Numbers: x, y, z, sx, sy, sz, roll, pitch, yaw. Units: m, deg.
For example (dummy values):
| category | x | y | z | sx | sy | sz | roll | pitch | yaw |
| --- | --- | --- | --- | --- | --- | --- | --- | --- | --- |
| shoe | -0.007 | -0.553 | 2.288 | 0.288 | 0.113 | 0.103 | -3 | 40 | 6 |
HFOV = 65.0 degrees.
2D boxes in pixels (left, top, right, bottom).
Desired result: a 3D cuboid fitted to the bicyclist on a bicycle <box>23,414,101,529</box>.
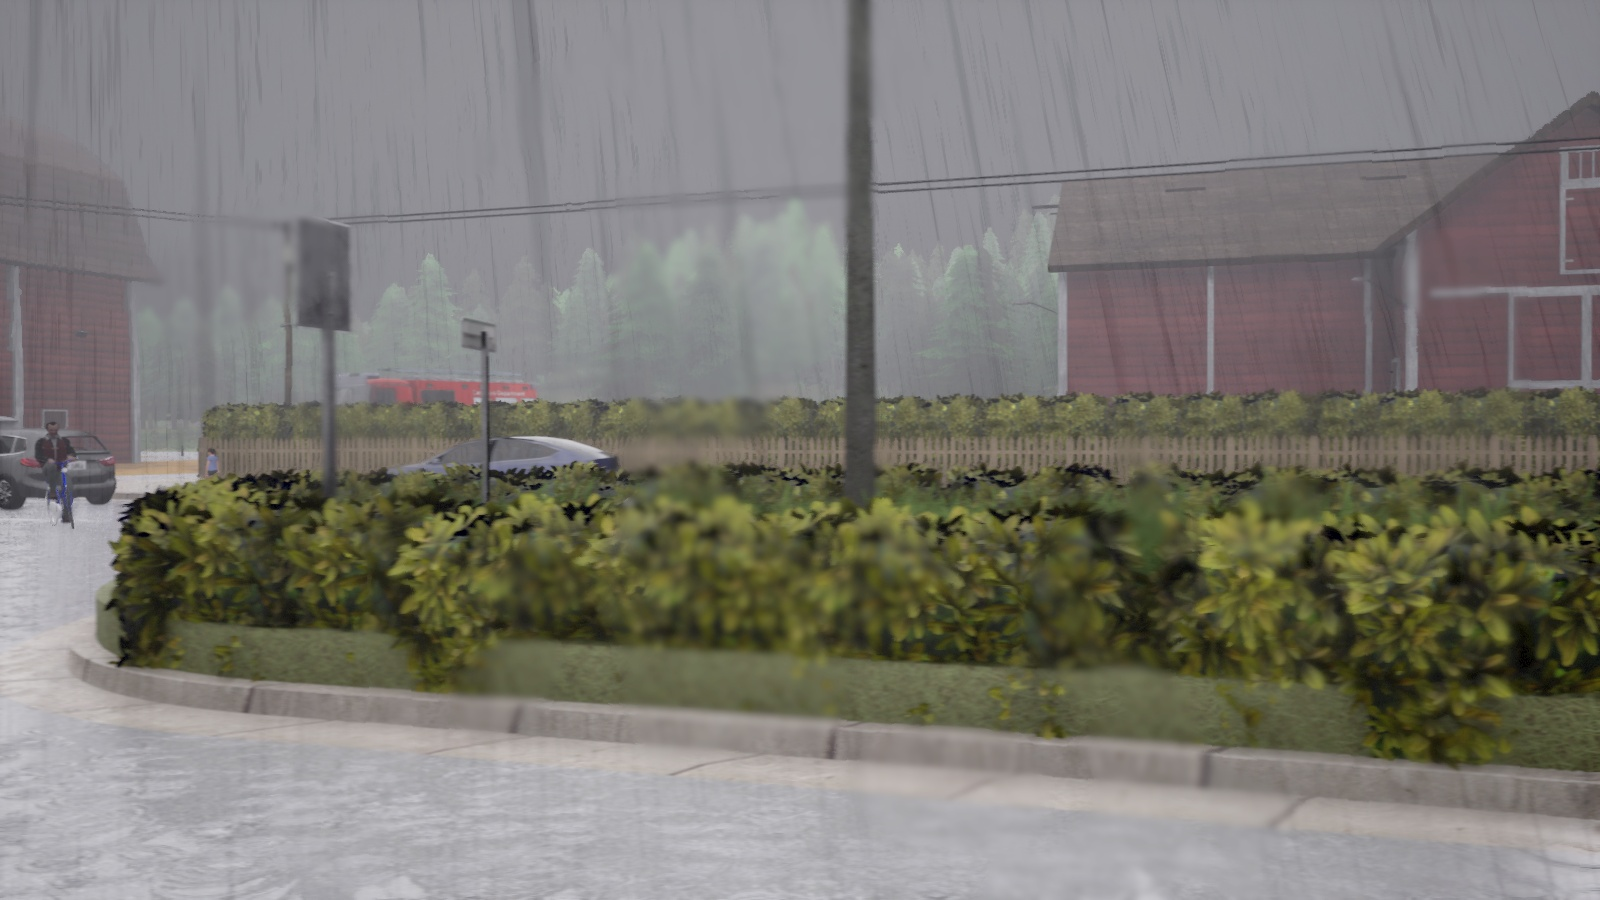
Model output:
| category | x | y | z | sx | sy | sz | roll | pitch | yaw |
| --- | --- | --- | --- | --- | --- | --- | --- | --- | --- |
| bicyclist on a bicycle | -12.073 | 0.322 | 20.512 | 0.659 | 1.776 | 1.843 | -5 | 4 | -41 |

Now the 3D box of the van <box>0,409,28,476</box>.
| category | x | y | z | sx | sy | sz | roll | pitch | yaw |
| --- | --- | --- | --- | --- | --- | --- | --- | --- | --- |
| van | -25.429 | -0.209 | 36.851 | 4.442 | 1.987 | 1.775 | -1 | 1 | -44 |

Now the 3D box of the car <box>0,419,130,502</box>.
| category | x | y | z | sx | sy | sz | roll | pitch | yaw |
| --- | --- | --- | --- | --- | --- | --- | --- | --- | --- |
| car | -17.089 | 0.166 | 27.290 | 4.611 | 1.667 | 2.242 | 1 | 1 | 27 |

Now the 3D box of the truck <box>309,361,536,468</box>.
| category | x | y | z | sx | sy | sz | roll | pitch | yaw |
| --- | --- | --- | --- | --- | --- | --- | --- | --- | --- |
| truck | -14.544 | -1.336 | 49.104 | 2.891 | 3.827 | 8.468 | 1 | 1 | 36 |

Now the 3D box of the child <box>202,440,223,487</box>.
| category | x | y | z | sx | sy | sz | roll | pitch | yaw |
| --- | --- | --- | --- | --- | --- | --- | --- | --- | --- |
| child | -13.996 | 0.329 | 29.929 | 0.394 | 1.110 | 0.255 | 1 | 1 | 20 |

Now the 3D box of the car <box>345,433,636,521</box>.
| category | x | y | z | sx | sy | sz | roll | pitch | yaw |
| --- | --- | --- | --- | --- | --- | --- | --- | --- | --- |
| car | -5.686 | 0.433 | 23.209 | 4.792 | 1.488 | 2.163 | 1 | 1 | 18 |
